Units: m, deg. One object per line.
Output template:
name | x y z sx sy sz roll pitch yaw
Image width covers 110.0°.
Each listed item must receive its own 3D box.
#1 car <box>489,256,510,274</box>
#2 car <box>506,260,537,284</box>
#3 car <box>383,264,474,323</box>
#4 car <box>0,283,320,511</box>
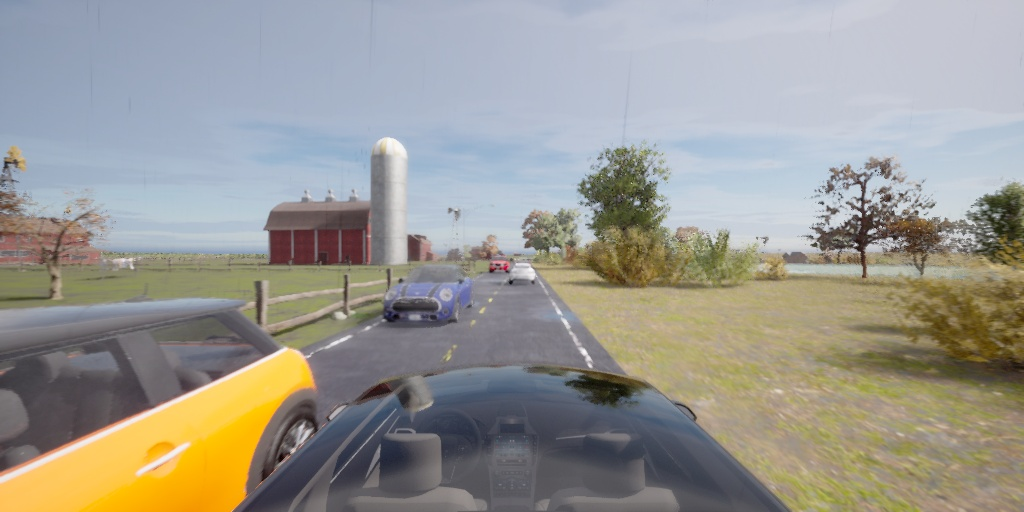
car | -1.460 0.957 42.222 2.150 2.045 5.566 0 0 2
car | 0.780 1.261 26.636 1.812 1.442 4.674 0 0 3
car | -2.573 1.082 12.025 2.097 1.767 4.553 0 0 2
car | -2.765 1.091 1.288 2.097 1.767 4.553 0 0 0
